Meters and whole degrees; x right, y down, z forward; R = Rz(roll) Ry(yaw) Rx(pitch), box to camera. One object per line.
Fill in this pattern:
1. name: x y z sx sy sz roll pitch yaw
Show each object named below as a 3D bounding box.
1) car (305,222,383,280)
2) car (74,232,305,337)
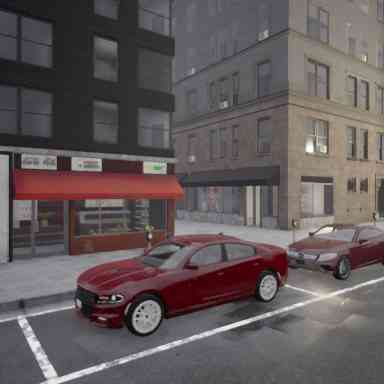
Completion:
1. car: 4.529 1.582 9.875 4.206 1.307 1.802 0 0 -35
2. car: 0.009 1.547 6.652 4.507 1.381 1.887 0 0 -35
